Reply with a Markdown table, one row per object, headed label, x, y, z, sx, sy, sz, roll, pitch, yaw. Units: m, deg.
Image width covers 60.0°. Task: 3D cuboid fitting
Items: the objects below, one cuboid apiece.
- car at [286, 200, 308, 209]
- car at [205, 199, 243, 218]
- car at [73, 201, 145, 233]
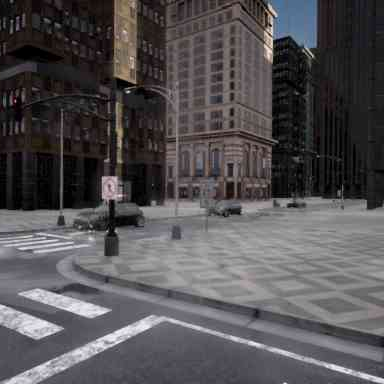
| label | x | y | z | sx | sy | sz | roll | pitch | yaw |
| --- | --- | --- | --- | --- | --- | --- | --- | --- | --- |
| car | 15.736 | 1.879 | 49.897 | 1.895 | 1.301 | 4.718 | 1 | 0 | 35 |
| car | 3.166 | 1.516 | 32.263 | 2.097 | 1.767 | 4.553 | 1 | 0 | 35 |
| car | -5.055 | 1.429 | 20.634 | 2.097 | 1.767 | 4.553 | 1 | 0 | 35 |
